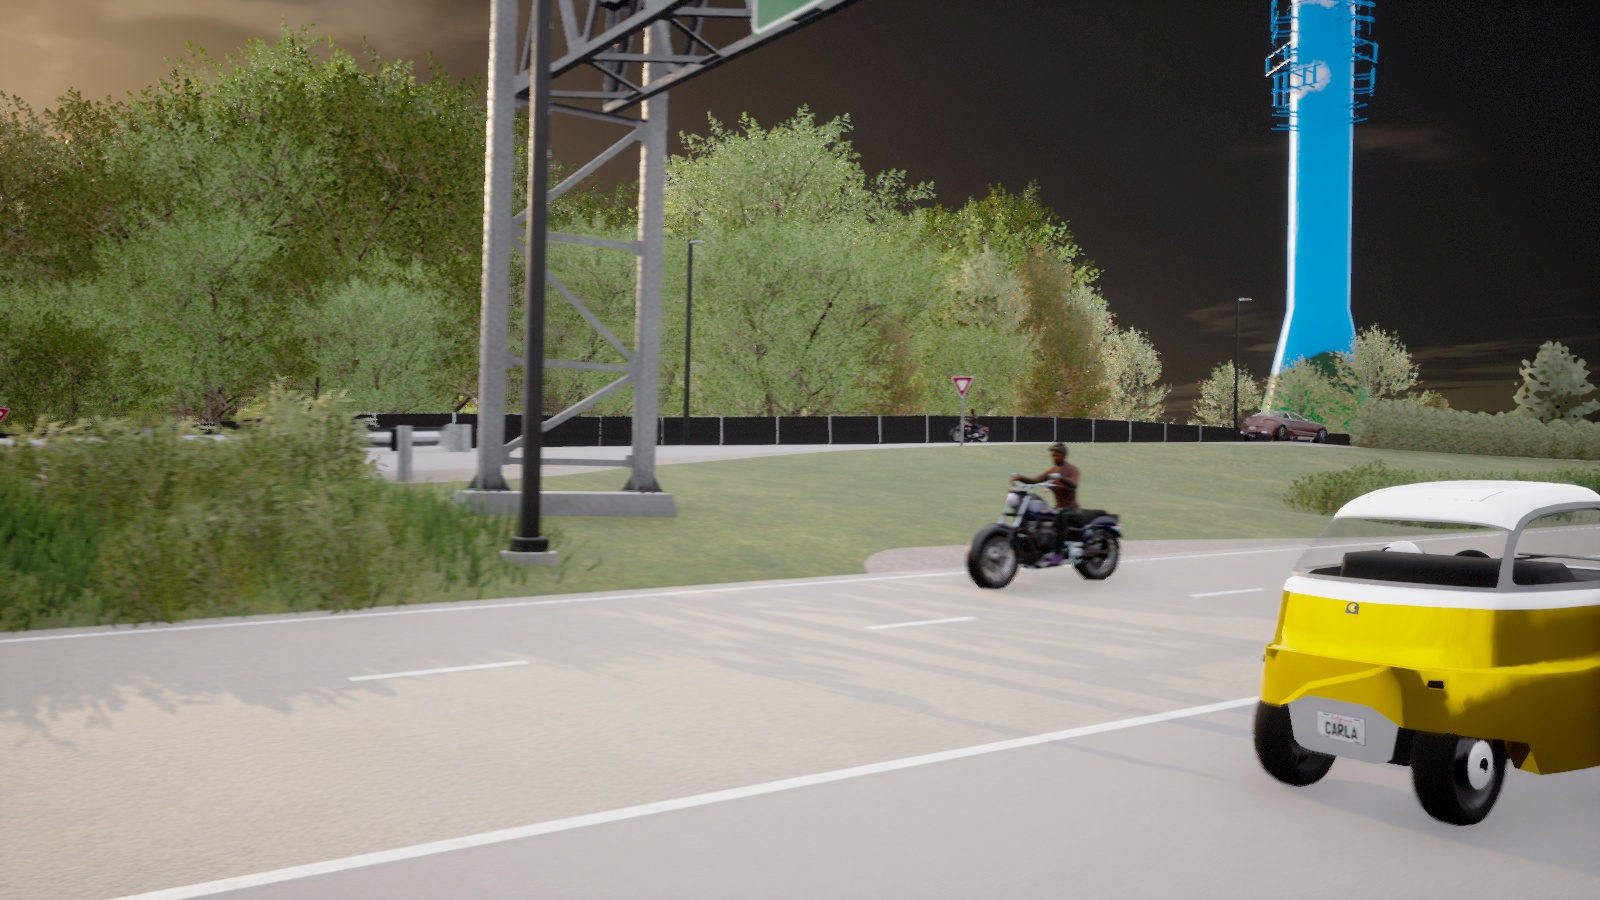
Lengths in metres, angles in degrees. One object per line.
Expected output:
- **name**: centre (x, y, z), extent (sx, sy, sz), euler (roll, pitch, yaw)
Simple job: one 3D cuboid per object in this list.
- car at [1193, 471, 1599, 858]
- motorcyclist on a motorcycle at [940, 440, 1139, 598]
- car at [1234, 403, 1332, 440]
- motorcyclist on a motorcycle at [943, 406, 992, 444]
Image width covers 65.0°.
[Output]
- **car**: centre (3.162, 0.809, 5.859), extent (2.207, 1.376, 1.481), euler (0, 0, -35)
- **motorcyclist on a motorcycle**: centre (2.715, 0.713, 14.077), extent (2.350, 1.649, 0.766), euler (0, 0, -35)
- **car**: centre (25.139, -1.436, 65.267), extent (5.027, 1.651, 2.152), euler (2, -1, -32)
- **motorcyclist on a motorcycle**: centre (7.737, -1.138, 57.911), extent (2.350, 1.649, 0.766), euler (1, -1, -36)
